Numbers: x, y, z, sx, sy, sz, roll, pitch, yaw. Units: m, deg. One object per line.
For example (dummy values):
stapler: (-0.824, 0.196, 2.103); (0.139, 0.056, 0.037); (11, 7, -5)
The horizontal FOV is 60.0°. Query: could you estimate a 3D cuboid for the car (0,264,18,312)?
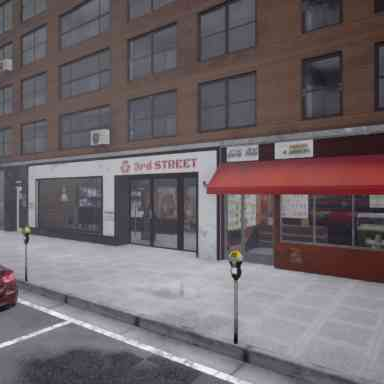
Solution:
car: (-4.934, 1.582, 6.331); (4.206, 1.307, 1.802); (0, 0, 36)
